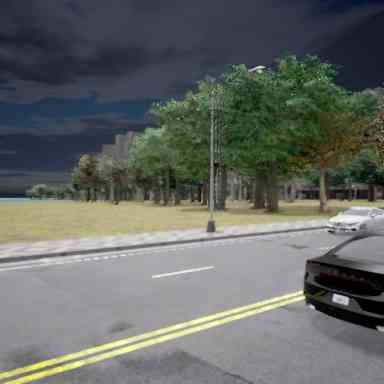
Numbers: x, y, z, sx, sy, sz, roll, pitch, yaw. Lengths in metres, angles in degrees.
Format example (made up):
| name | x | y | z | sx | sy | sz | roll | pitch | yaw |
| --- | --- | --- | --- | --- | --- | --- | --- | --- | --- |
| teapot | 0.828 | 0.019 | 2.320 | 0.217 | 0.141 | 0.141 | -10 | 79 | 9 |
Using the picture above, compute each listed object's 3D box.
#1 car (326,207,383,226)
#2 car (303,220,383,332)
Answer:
| name | x | y | z | sx | sy | sz | roll | pitch | yaw |
| --- | --- | --- | --- | --- | --- | --- | --- | --- | --- |
| car | 9.355 | 1.556 | 18.343 | 4.674 | 1.442 | 1.812 | 0 | 0 | -35 |
| car | 4.271 | 1.485 | 6.486 | 5.008 | 1.535 | 1.882 | 0 | 0 | -35 |
